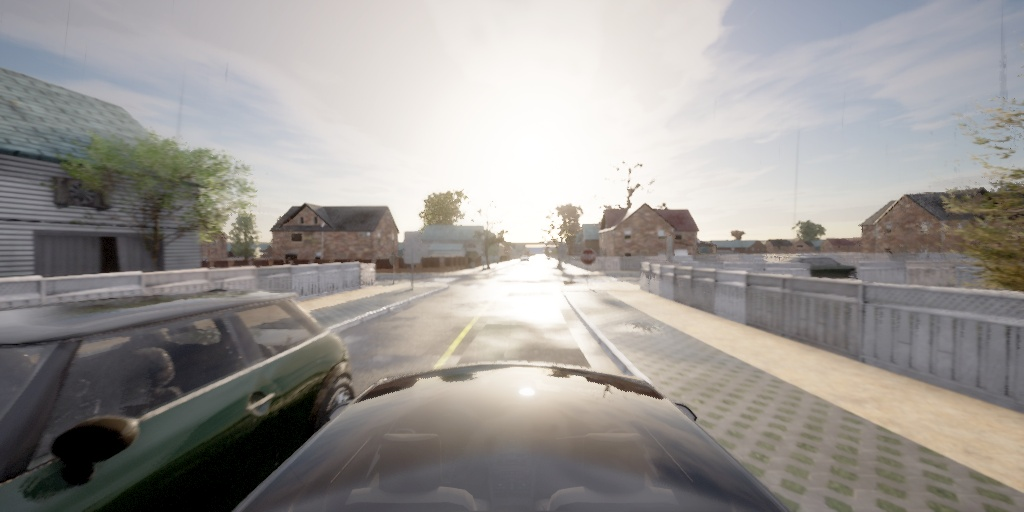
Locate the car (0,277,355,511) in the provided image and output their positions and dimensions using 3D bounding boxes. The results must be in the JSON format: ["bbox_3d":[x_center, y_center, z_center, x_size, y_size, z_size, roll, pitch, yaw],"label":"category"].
[{"bbox_3d":[-2.769,1.093,1.992,2.097,1.767,4.553,0,0,1],"label":"car"}]

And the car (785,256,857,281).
[{"bbox_3d":[21.239,0.802,24.706,4.553,1.767,2.097,-1,1,5],"label":"car"}]
